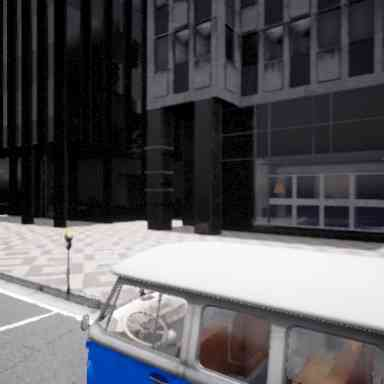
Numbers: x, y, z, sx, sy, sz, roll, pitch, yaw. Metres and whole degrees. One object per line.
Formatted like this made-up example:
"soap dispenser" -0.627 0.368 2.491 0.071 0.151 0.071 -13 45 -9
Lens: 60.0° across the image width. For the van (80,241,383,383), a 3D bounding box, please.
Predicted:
"van" 0.977 1.341 2.148 3.998 1.788 1.690 0 0 35
